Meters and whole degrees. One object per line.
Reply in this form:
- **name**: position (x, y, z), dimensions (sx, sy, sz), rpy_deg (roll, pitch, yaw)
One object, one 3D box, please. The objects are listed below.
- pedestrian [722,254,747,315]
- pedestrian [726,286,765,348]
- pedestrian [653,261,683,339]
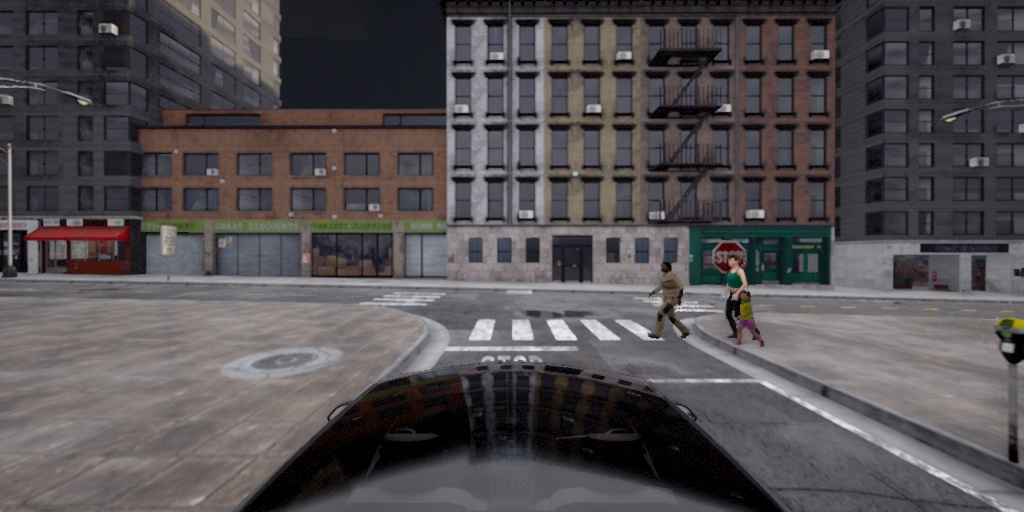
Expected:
- **pedestrian**: position (4.728, 0.821, 7.587), dimensions (0.375, 1.860, 0.375), rpy_deg (0, 0, 0)
- **pedestrian**: position (4.622, 1.207, 6.989), dimensions (0.500, 1.100, 0.500), rpy_deg (0, 0, 0)
- **pedestrian**: position (3.559, 0.966, 8.187), dimensions (0.375, 1.860, 0.375), rpy_deg (0, 0, 0)
